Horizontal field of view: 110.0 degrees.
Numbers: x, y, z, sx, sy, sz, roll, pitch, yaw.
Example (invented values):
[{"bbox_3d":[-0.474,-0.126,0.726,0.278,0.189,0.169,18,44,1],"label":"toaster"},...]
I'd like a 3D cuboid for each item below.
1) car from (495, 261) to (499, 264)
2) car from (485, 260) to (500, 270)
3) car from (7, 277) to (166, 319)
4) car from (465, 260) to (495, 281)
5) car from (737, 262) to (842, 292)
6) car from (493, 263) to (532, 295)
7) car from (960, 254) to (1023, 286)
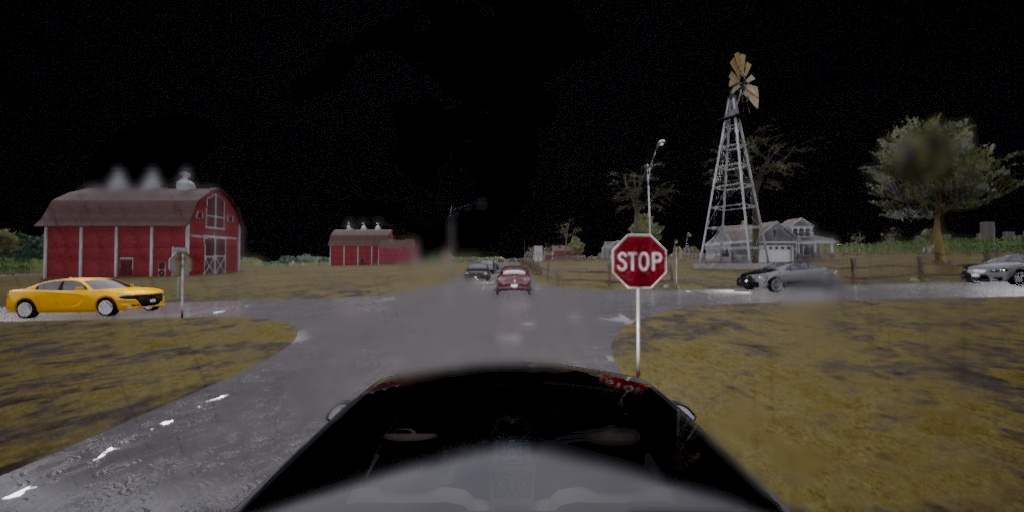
[{"bbox_3d":[-2.787,1.229,40.292,1.837,1.490,4.892,0,0,0],"label":"car"},{"bbox_3d":[-2.760,1.321,51.628,1.895,1.301,4.718,0,0,0],"label":"car"},{"bbox_3d":[-17.117,1.605,14.586,5.008,1.535,1.882,-1,-1,0],"label":"car"},{"bbox_3d":[-2.770,1.276,30.039,2.033,1.411,5.357,0,0,-2],"label":"car"},{"bbox_3d":[13.462,0.989,17.591,4.181,1.385,1.994,-1,-1,-1],"label":"car"},{"bbox_3d":[0.122,1.261,19.543,1.812,1.442,4.674,0,0,0],"label":"car"},{"bbox_3d":[25.175,0.628,17.620,4.902,1.511,2.128,-1,-1,0],"label":"car"}]
